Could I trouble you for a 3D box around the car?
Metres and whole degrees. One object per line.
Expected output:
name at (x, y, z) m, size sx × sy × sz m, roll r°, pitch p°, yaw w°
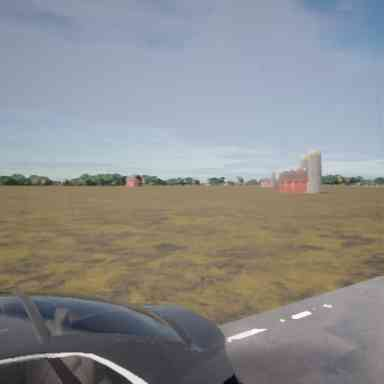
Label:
car at (-1.861, 1.505, 1.742) m, size 4.892 × 1.490 × 1.837 m, roll 0°, pitch 0°, yaw -35°
